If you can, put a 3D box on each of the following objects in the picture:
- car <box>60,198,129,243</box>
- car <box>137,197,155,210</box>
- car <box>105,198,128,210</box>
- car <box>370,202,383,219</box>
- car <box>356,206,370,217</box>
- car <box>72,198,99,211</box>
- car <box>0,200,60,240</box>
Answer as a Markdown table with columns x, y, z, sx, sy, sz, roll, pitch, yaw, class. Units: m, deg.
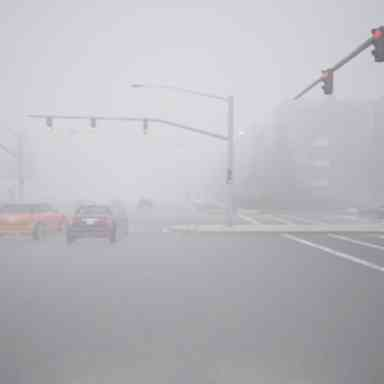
| x | y | z | sx | sy | sz | roll | pitch | yaw | class |
| --- | --- | --- | --- | --- | --- | --- | --- | --- | --- |
| -4.337 | 1.289 | 15.919 | 2.097 | 1.767 | 4.553 | 1 | 0 | -3 | car |
| -5.653 | 1.393 | 40.879 | 1.837 | 1.490 | 4.892 | 1 | 0 | -3 | car |
| -9.138 | 1.421 | 40.496 | 1.994 | 1.385 | 4.181 | 1 | 0 | -3 | car |
| 18.189 | 1.606 | 28.061 | 5.008 | 1.535 | 1.882 | 1 | 0 | -3 | car |
| 18.099 | 1.648 | 31.571 | 4.674 | 1.442 | 1.812 | 1 | 0 | -3 | car |
| -12.595 | 1.427 | 39.585 | 1.895 | 1.301 | 4.718 | 1 | 0 | -3 | car |
| -7.870 | 1.255 | 16.449 | 2.097 | 1.767 | 4.553 | 1 | 0 | -3 | car |
